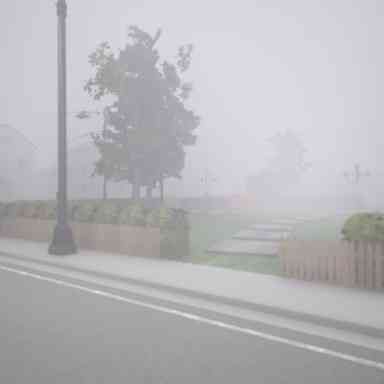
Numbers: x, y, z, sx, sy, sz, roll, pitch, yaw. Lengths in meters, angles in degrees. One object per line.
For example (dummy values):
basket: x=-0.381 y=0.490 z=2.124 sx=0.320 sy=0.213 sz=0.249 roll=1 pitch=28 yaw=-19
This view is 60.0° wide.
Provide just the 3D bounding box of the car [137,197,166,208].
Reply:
car: x=-6.655 y=1.700 z=54.968 sx=1.882 sy=1.535 sz=5.008 roll=0 pitch=0 yaw=35

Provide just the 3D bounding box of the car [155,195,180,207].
car: x=-3.779 y=1.423 z=52.838 sx=2.150 sy=2.045 sz=5.566 roll=0 pitch=0 yaw=35
